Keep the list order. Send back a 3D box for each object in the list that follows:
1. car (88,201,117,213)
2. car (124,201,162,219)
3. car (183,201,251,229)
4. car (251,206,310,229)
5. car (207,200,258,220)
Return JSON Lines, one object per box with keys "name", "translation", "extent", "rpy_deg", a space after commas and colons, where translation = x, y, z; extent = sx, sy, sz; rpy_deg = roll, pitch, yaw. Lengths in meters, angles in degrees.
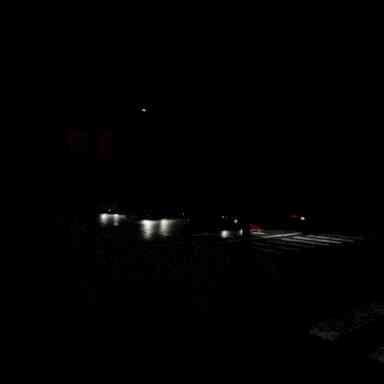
{"name": "car", "translation": [-10.451, 1.741, 38.888], "extent": [1.895, 1.301, 4.718], "rpy_deg": [0, 0, -36]}
{"name": "car", "translation": [-4.550, 1.579, 30.652], "extent": [1.882, 1.535, 5.008], "rpy_deg": [0, 0, -35]}
{"name": "car", "translation": [1.272, 1.554, 22.542], "extent": [2.128, 1.511, 4.902], "rpy_deg": [0, 0, -36]}
{"name": "car", "translation": [5.711, 1.622, 22.276], "extent": [1.994, 1.385, 4.181], "rpy_deg": [0, 0, -36]}
{"name": "car", "translation": [3.605, 1.603, 30.784], "extent": [1.837, 1.490, 4.892], "rpy_deg": [0, 0, -36]}
